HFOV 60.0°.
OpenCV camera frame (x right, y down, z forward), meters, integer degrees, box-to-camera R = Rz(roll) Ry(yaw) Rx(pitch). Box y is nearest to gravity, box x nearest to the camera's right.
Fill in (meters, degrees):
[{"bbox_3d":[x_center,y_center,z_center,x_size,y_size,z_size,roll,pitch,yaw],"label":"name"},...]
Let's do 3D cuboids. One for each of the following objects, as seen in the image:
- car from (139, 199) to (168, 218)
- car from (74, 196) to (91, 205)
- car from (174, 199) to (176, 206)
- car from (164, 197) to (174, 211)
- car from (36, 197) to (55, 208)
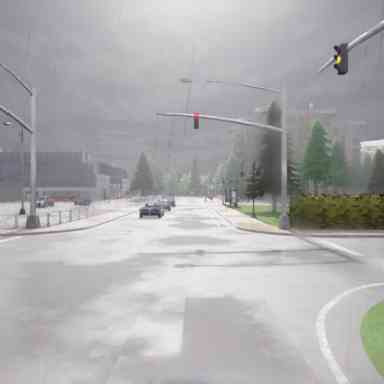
[{"bbox_3d":[-3.582,1.601,30.241,1.895,1.301,4.718,0,0,0],"label":"car"},{"bbox_3d":[-17.424,1.374,53.006,1.845,1.501,3.633,0,0,0],"label":"car"},{"bbox_3d":[-3.521,1.478,50.720,1.882,1.535,5.008,0,0,0],"label":"car"},{"bbox_3d":[-3.568,1.564,40.237,1.994,1.385,4.181,0,0,0],"label":"car"},{"bbox_3d":[-20.482,1.384,45.617,1.970,1.475,3.806,0,0,0],"label":"car"}]
